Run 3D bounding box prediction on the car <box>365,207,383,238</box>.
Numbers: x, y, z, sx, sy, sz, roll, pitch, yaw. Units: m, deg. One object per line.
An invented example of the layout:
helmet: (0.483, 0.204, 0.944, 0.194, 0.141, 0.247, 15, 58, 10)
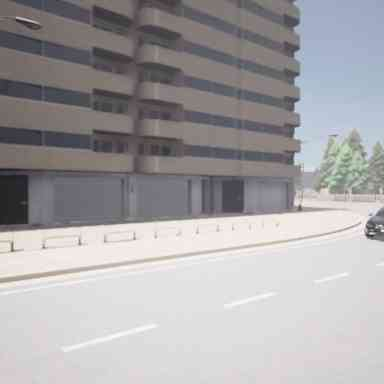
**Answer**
car: (10.040, 1.437, 16.299, 1.837, 1.490, 4.892, 0, 0, 43)
